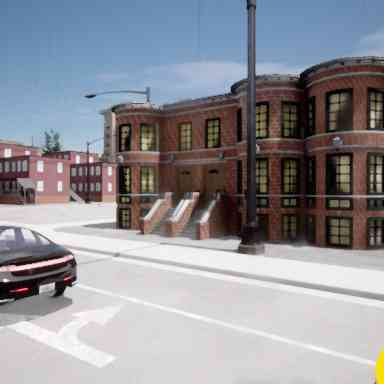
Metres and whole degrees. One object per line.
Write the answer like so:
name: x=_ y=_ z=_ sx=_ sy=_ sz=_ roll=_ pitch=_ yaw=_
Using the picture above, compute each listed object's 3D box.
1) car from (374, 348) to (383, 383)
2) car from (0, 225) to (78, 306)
car: x=3.600 y=1.478 z=1.427 sx=5.008 sy=1.535 sz=1.882 roll=0 pitch=0 yaw=36
car: x=-4.569 y=1.489 z=7.263 sx=4.902 sy=1.511 sz=2.128 roll=0 pitch=0 yaw=34
